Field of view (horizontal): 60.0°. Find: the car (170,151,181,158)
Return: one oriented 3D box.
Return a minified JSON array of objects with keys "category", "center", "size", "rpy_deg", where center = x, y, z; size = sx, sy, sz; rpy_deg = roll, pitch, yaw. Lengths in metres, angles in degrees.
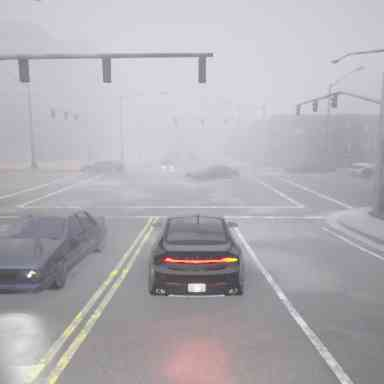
[{"category":"car","center":[-3.516,-6.652,60.803],"size":[2.097,1.767,4.553],"rpy_deg":[0,9,0]}]

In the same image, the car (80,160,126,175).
[{"category":"car","center":[-9.745,-2.737,36.387],"size":[4.892,1.490,1.837],"rpy_deg":[0,9,0]}]

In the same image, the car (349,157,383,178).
[{"category":"car","center":[18.522,-2.469,32.765],"size":[5.566,2.045,2.150],"rpy_deg":[0,9,0]}]

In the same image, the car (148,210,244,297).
[{"category":"car","center":[0.079,1.200,8.008],"size":[1.837,1.490,4.892],"rpy_deg":[0,4,0]}]

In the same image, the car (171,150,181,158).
[{"category":"car","center":[-3.439,-8.092,70.980],"size":[1.882,1.535,5.008],"rpy_deg":[0,9,0]}]

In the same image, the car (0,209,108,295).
[{"category":"car","center":[-3.613,1.209,8.558],"size":[2.033,1.411,5.357],"rpy_deg":[0,4,0]}]

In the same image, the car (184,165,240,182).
[{"category":"car","center":[1.934,-1.799,30.569],"size":[5.357,1.411,2.033],"rpy_deg":[-6,10,-32]}]

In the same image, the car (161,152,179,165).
[{"category":"car","center":[-3.553,-4.894,50.673],"size":[2.033,1.411,5.357],"rpy_deg":[0,9,0]}]

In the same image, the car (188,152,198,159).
[{"category":"car","center":[0.158,-7.696,68.965],"size":[1.994,1.385,4.181],"rpy_deg":[0,9,0]}]

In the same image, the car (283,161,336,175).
[{"category":"car","center":[12.821,-2.685,36.305],"size":[5.357,1.411,2.033],"rpy_deg":[0,9,0]}]
